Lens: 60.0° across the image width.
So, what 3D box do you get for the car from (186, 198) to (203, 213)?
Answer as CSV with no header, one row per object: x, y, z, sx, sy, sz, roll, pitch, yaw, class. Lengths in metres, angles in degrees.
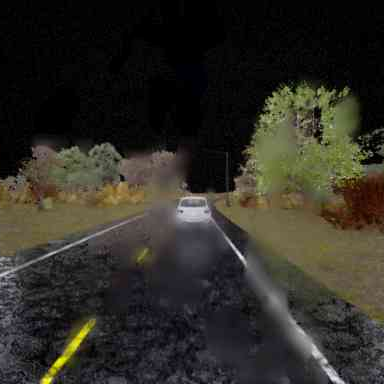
0.358,1.595,41.426,2.097,1.767,4.553,0,0,1,car

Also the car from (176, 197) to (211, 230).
0.102,1.344,22.284,2.150,2.045,5.566,0,0,0,car

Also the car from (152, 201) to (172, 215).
-3.342,1.730,37.714,1.882,1.535,5.008,0,0,1,car
